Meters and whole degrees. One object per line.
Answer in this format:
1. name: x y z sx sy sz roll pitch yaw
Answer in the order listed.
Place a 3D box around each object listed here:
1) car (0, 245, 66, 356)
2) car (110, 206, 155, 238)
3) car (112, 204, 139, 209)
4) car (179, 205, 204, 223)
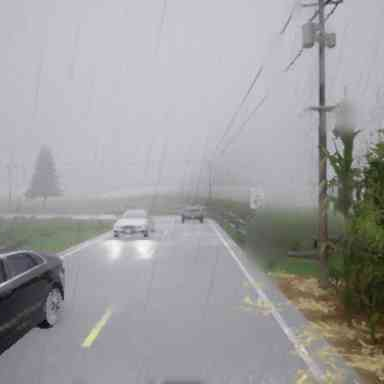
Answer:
1. car: -3.285 1.549 4.366 2.128 1.511 4.902 0 -1 0
2. car: -3.280 1.775 19.528 1.812 1.442 4.674 0 -1 0
3. car: -7.306 2.052 38.311 4.181 1.385 1.994 0 -1 15
4. car: -0.036 1.865 29.306 2.128 1.511 4.902 0 -1 -2
